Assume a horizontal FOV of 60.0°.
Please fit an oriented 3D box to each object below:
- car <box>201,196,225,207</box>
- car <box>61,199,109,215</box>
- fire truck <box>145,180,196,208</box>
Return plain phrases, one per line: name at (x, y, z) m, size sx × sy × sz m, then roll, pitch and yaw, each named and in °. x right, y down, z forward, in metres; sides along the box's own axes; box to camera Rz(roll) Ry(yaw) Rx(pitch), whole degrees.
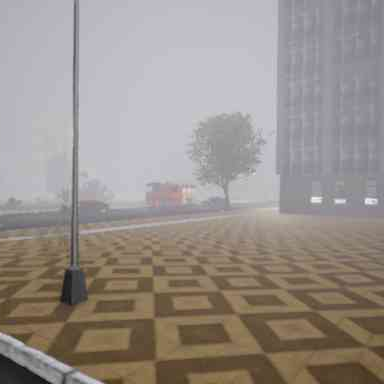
car at (3.359, 1.459, 51.700) m, size 1.882 × 1.535 × 5.008 m, roll 1°, pitch 1°, yaw 39°
car at (-10.782, 1.487, 33.840) m, size 1.882 × 1.535 × 5.008 m, roll 1°, pitch 1°, yaw 38°
fire truck at (-2.999, 0.283, 48.810) m, size 2.891 × 3.827 × 8.468 m, roll 1°, pitch 1°, yaw 38°
